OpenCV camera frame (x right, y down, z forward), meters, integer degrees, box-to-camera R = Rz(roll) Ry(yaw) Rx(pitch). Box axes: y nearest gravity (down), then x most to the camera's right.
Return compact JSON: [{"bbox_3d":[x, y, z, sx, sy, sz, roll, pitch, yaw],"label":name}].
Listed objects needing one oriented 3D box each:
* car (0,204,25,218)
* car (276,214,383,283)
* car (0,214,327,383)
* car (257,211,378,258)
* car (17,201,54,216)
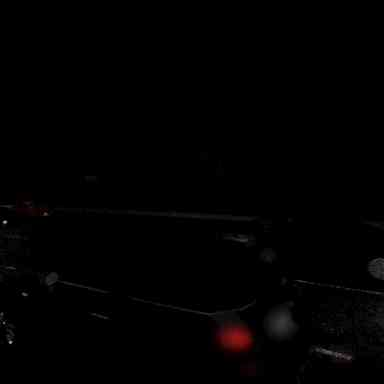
[{"bbox_3d":[-13.509,1.600,22.238,4.718,1.301,1.895,0,0,36],"label":"car"},{"bbox_3d":[4.010,1.476,9.732,5.008,1.535,1.882,0,0,36],"label":"car"},{"bbox_3d":[-0.824,1.352,4.582,4.553,1.767,2.097,0,0,36],"label":"car"},{"bbox_3d":[4.959,1.562,13.354,4.181,1.385,1.994,0,0,36],"label":"car"},{"bbox_3d":[-12.852,1.477,26.069,5.008,1.535,1.882,0,0,36],"label":"car"}]
